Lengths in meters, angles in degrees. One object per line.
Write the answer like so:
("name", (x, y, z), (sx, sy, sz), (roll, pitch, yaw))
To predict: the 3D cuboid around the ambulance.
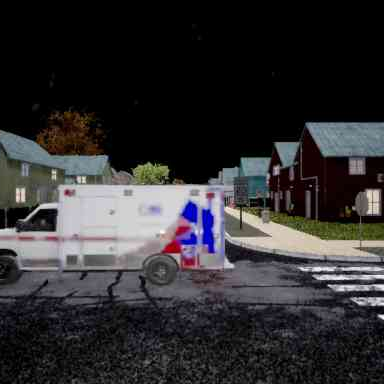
("ambulance", (-2.159, 1.059, 8.971), (6.366, 2.431, 2.351), (0, -1, -2))
